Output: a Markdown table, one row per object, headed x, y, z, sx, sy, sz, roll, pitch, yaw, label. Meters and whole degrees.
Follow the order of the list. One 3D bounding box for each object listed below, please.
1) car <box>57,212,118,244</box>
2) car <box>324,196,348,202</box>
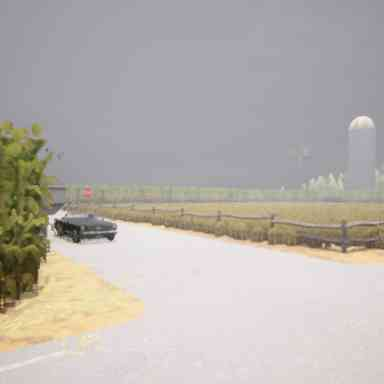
| x | y | z | sx | sy | sz | roll | pitch | yaw | label |
| --- | --- | --- | --- | --- | --- | --- | --- | --- | --- |
| -5.383 | 1.693 | 16.660 | 1.895 | 1.301 | 4.718 | 1 | -1 | -35 | car |
| 31.128 | 1.923 | 71.781 | 5.566 | 2.045 | 2.150 | 0 | 0 | -18 | car |
